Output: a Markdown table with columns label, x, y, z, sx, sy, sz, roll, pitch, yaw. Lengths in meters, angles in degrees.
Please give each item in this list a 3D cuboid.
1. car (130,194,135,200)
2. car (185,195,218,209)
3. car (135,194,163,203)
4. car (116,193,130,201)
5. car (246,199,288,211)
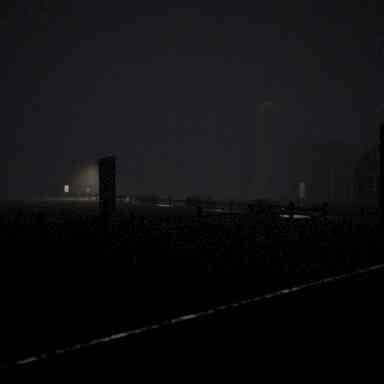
| label | x | y | z | sx | sy | sz | roll | pitch | yaw |
| --- | --- | --- | --- | --- | --- | --- | --- | --- | --- |
| car | -8.653 | 1.075 | 59.333 | 1.895 | 1.301 | 4.718 | -1 | 1 | -36 |
| car | 1.138 | 1.175 | 40.805 | 1.882 | 1.535 | 5.008 | -1 | 1 | -36 |
| car | -6.304 | 1.064 | 51.180 | 2.128 | 1.511 | 4.902 | -1 | 1 | -36 |
| car | -13.512 | 0.896 | 66.063 | 1.837 | 1.490 | 4.892 | -1 | 1 | -36 |
| car | 7.248 | 1.360 | 32.305 | 1.994 | 1.385 | 4.181 | -1 | 1 | -36 |
